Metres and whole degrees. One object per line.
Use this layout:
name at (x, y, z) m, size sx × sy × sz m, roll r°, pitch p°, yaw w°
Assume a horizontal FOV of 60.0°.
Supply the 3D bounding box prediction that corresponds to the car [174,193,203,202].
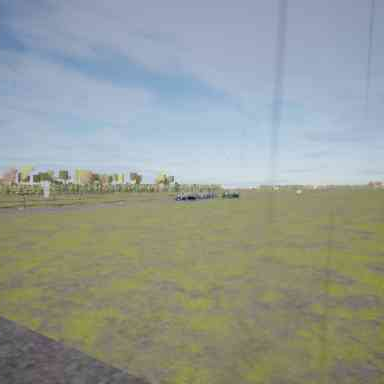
car at (-0.763, 0.881, 53.624) m, size 1.895 × 1.301 × 4.718 m, roll -1°, pitch 0°, yaw 35°

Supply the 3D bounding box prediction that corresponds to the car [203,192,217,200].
car at (2.726, 0.737, 63.360) m, size 2.033 × 1.411 × 5.357 m, roll -1°, pitch 0°, yaw 35°

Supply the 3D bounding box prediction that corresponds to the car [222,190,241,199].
car at (7.830, 0.389, 65.841) m, size 2.097 × 1.767 × 4.553 m, roll -1°, pitch 0°, yaw 35°
